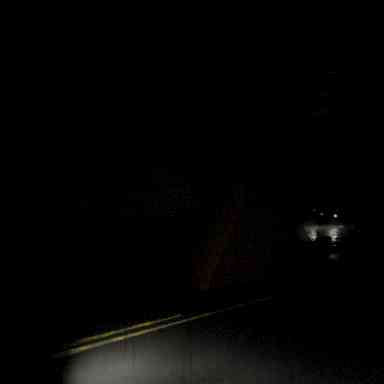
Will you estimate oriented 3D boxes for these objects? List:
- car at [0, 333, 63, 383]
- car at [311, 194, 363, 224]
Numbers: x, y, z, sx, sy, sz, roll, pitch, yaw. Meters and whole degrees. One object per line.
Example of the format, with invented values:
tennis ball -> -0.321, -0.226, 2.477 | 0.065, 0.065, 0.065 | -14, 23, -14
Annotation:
car -> -3.133, 1.507, 1.511 | 4.892, 1.490, 1.837 | 0, 0, -36
car -> 11.351, 1.201, 24.993 | 5.566, 2.045, 2.150 | 0, 0, -36
